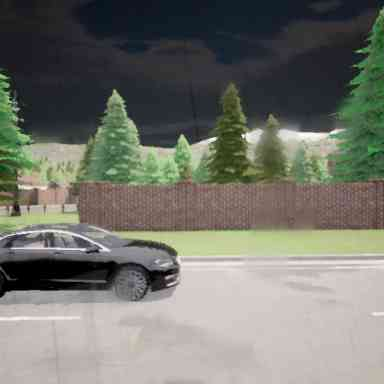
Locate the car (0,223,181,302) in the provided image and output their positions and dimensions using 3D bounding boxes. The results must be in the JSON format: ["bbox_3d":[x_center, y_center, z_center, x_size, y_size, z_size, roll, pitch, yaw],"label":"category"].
[{"bbox_3d":[-2.710,1.470,7.529,4.902,1.511,2.128,0,0,-1],"label":"car"}]
